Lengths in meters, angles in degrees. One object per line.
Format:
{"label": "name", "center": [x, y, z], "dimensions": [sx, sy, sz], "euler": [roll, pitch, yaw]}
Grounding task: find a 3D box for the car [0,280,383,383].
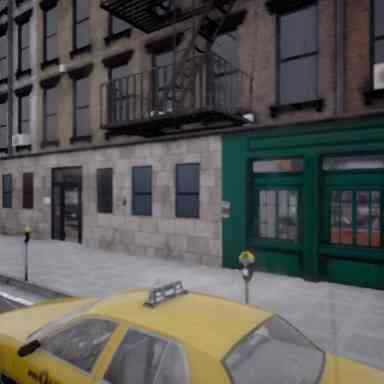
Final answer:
{"label": "car", "center": [-0.446, 1.522, 3.128], "dimensions": [4.829, 1.417, 1.752], "euler": [0, 0, 36]}
